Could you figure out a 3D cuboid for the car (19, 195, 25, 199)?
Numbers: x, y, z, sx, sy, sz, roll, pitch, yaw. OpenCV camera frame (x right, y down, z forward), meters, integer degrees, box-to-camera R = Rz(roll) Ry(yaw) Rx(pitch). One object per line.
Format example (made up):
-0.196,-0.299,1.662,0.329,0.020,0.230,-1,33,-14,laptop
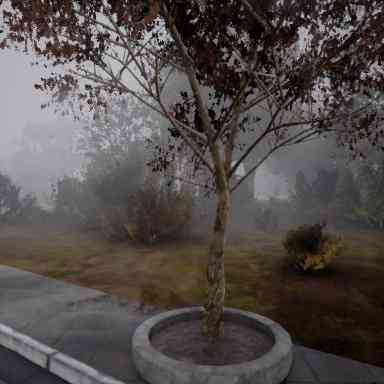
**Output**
-22.628,1.174,43.321,1.837,1.490,4.892,1,0,32,car
